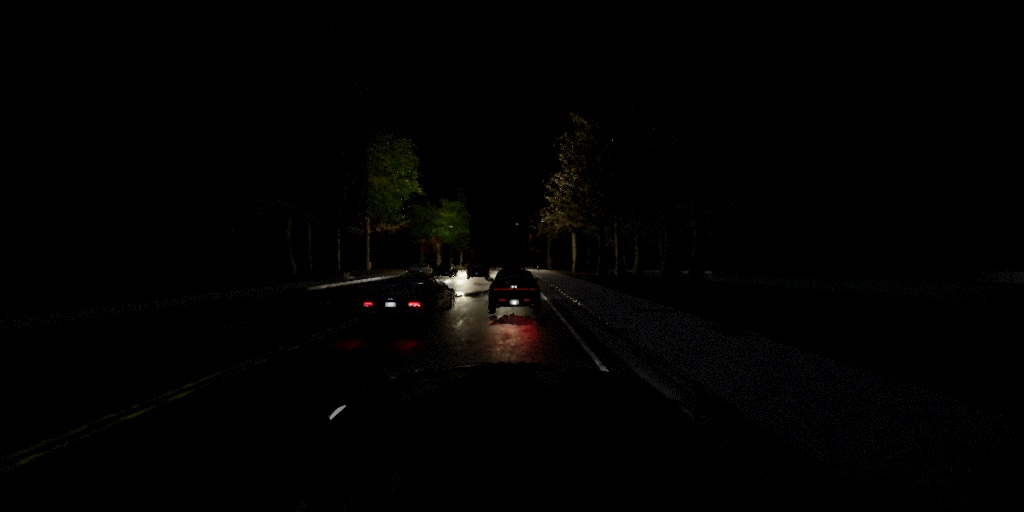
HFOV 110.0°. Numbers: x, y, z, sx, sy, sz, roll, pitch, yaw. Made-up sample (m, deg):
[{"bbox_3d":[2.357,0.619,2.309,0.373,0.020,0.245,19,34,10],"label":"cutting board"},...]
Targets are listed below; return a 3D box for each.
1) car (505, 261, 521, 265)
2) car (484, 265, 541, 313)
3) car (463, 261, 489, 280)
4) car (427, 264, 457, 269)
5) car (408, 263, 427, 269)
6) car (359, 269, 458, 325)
[{"bbox_3d":[0.093,1.266,32.315,2.097,1.767,4.553,0,-1,0],"label":"car"},{"bbox_3d":[0.088,1.286,14.269,1.837,1.490,4.892,0,0,0],"label":"car"},{"bbox_3d":[-3.158,1.413,34.378,1.882,1.535,5.008,0,-1,0],"label":"car"},{"bbox_3d":[-6.604,1.496,35.633,2.033,1.411,5.357,0,-1,0],"label":"car"},{"bbox_3d":[-9.850,1.501,38.015,1.812,1.442,4.674,0,-1,0],"label":"car"},{"bbox_3d":[-3.153,1.320,11.815,2.033,1.411,5.357,0,0,0],"label":"car"}]
